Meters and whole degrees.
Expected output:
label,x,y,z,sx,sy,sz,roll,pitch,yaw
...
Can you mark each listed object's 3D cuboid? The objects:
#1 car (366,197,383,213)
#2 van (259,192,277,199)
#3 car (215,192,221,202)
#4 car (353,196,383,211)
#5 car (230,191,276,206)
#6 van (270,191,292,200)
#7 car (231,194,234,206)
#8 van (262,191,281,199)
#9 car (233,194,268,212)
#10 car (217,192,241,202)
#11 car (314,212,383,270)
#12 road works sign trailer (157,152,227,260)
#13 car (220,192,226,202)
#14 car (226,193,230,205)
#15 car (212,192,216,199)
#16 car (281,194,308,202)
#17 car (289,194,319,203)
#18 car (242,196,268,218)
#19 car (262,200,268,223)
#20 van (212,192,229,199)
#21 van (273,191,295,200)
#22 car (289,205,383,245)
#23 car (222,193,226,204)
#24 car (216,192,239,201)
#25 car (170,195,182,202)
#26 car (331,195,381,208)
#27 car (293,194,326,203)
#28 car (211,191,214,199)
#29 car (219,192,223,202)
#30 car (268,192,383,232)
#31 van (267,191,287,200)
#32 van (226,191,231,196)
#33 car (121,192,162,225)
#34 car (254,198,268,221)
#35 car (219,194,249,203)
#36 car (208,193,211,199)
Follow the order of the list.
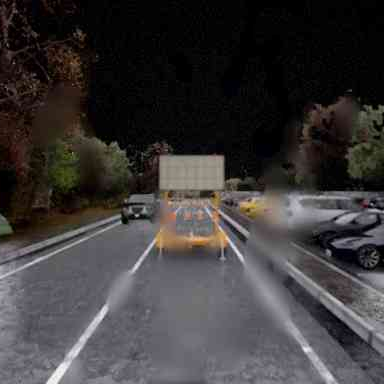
label,x,y,z,sx,sy,sz,roll,pitch,yaw
car,20.096,1.266,32.821,4.792,1.488,2.163,0,1,0
van,20.670,0.940,90.840,4.442,1.987,1.878,0,-1,0
car,6.988,1.140,55.056,5.366,1.575,1.946,0,0,0
car,20.118,1.245,35.460,4.792,1.488,2.163,0,0,0
car,7.065,1.080,38.399,4.553,1.767,2.185,0,0,0
van,20.553,0.830,77.007,4.442,1.987,1.878,0,0,0
car,7.004,1.223,35.621,4.892,1.521,2.231,0,1,0
van,20.390,0.871,85.303,4.442,1.987,1.878,0,-1,0
car,6.779,1.269,30.203,5.366,1.575,1.946,0,1,0
car,7.235,0.977,66.158,4.553,1.767,2.185,0,0,0
car,6.772,1.540,10.650,4.792,1.488,2.163,0,1,0
road works sign trailer,-0.011,0.371,12.070,2.380,3.560,2.880,0,0,0
car,7.097,1.193,49.502,4.792,1.488,2.163,0,0,0
car,7.086,1.223,41.173,4.792,1.488,2.163,0,0,0
car,7.057,1.110,63.384,5.366,1.575,1.946,0,0,0
car,20.342,1.136,65.928,4.674,1.452,2.002,0,0,0
car,20.302,1.156,60.513,4.674,1.452,2.002,0,0,0
car,6.732,1.336,24.530,5.366,1.575,1.946,0,1,0
car,7.056,1.404,18.975,5.366,1.575,1.946,0,1,0
van,7.312,0.881,85.575,4.442,1.987,1.878,0,-1,0
van,20.532,0.839,74.362,4.442,1.987,1.878,0,0,0
car,6.830,1.476,13.425,5.008,1.535,2.097,0,1,0
car,7.074,1.203,46.726,4.792,1.488,2.163,0,0,0
car,7.258,0.967,68.934,4.553,1.767,2.185,0,0,0
car,-3.063,1.176,64.786,1.994,1.385,4.181,0,0,1
car,20.141,1.186,40.998,5.008,1.535,2.097,0,0,0
car,20.269,1.126,57.619,5.008,1.535,2.097,0,0,0
car,7.307,1.082,71.711,5.008,1.535,2.097,0,0,0
car,7.121,1.183,52.278,4.792,1.488,2.163,0,0,0
car,6.876,1.190,16.197,5.566,2.045,2.435,0,1,0
van,20.345,0.819,79.912,4.442,1.987,1.878,0,0,0
van,7.197,0.957,43.948,4.442,1.987,1.878,0,0,0
car,-3.333,1.048,22.955,2.150,2.045,5.566,0,0,0
car,6.900,1.374,21.753,4.892,1.521,2.231,0,1,0
car,7.203,1.134,57.830,4.892,1.521,2.231,0,0,0
car,7.410,0.801,80.038,5.566,2.045,2.435,0,0,0
